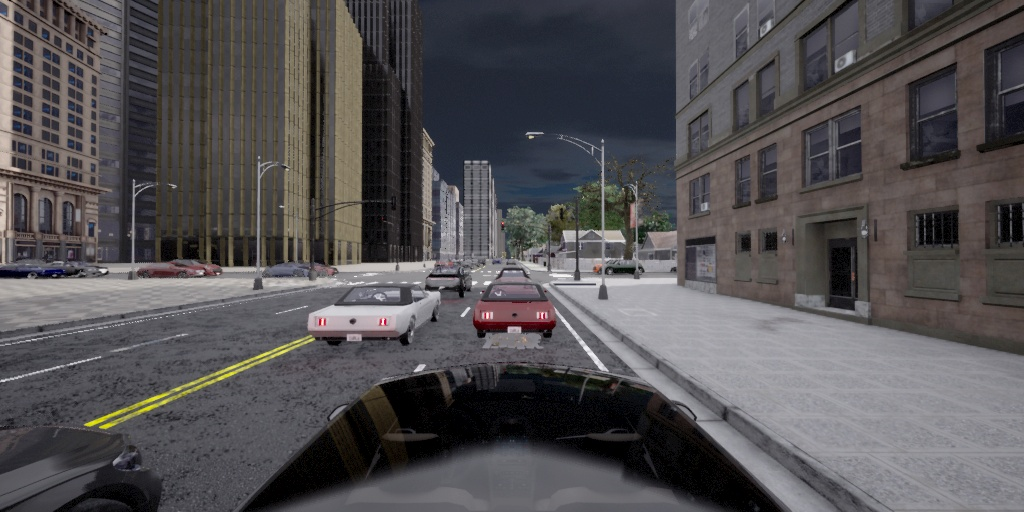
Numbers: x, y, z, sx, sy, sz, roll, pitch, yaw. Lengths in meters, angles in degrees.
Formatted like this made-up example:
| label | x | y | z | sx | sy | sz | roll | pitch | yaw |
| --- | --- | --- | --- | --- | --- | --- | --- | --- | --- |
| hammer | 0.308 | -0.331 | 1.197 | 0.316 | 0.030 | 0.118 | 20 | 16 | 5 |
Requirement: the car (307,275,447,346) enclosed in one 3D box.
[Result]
| label | x | y | z | sx | sy | sz | roll | pitch | yaw |
| --- | --- | --- | --- | --- | --- | --- | --- | --- | --- |
| car | -3.173 | 1.352 | 9.428 | 1.895 | 1.301 | 4.718 | 0 | 0 | 0 |

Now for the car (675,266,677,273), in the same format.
| label | x | y | z | sx | sy | sz | roll | pitch | yaw |
| --- | --- | --- | --- | --- | --- | --- | --- | --- | --- |
| car | 20.476 | 1.264 | 37.910 | 4.902 | 1.511 | 2.128 | 0 | -1 | 0 |

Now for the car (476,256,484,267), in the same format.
| label | x | y | z | sx | sy | sz | roll | pitch | yaw |
| --- | --- | --- | --- | --- | --- | --- | --- | --- | --- |
| car | -6.715 | 1.258 | 64.556 | 1.837 | 1.490 | 4.892 | 0 | 0 | 0 |

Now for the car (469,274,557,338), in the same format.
| label | x | y | z | sx | sy | sz | roll | pitch | yaw |
| --- | --- | --- | --- | --- | --- | --- | --- | --- | --- |
| car | 0.061 | 1.351 | 10.147 | 1.895 | 1.301 | 4.718 | 0 | 0 | 0 |

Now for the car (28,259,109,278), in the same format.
| label | x | y | z | sx | sy | sz | roll | pitch | yaw |
| --- | --- | --- | --- | --- | --- | --- | --- | --- | --- |
| car | -40.193 | 1.230 | 32.925 | 4.902 | 1.511 | 2.128 | 0 | -1 | -6 |

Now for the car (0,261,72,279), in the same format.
| label | x | y | z | sx | sy | sz | roll | pitch | yaw |
| --- | --- | --- | --- | --- | --- | --- | --- | --- | --- |
| car | -40.305 | 1.306 | 29.658 | 4.718 | 1.301 | 1.895 | 0 | -1 | -6 |

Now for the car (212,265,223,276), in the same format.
| label | x | y | z | sx | sy | sz | roll | pitch | yaw |
| --- | --- | --- | --- | --- | --- | --- | --- | --- | --- |
| car | -30.053 | 1.091 | 33.776 | 4.553 | 1.767 | 2.097 | 0 | -1 | -4 |

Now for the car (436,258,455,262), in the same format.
| label | x | y | z | sx | sy | sz | roll | pitch | yaw |
| --- | --- | --- | --- | --- | --- | --- | --- | --- | --- |
| car | -9.968 | 1.105 | 52.593 | 2.097 | 1.767 | 4.553 | 0 | 0 | 0 |

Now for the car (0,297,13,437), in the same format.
| label | x | y | z | sx | sy | sz | roll | pitch | yaw |
| --- | --- | --- | --- | --- | --- | --- | --- | --- | --- |
| car | -6.589 | 1.227 | 1.557 | 1.882 | 1.535 | 5.008 | 0 | 0 | 0 |

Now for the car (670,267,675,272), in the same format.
| label | x | y | z | sx | sy | sz | roll | pitch | yaw |
| --- | --- | --- | --- | --- | --- | --- | --- | --- | --- |
| car | 21.115 | 1.353 | 41.158 | 5.357 | 1.411 | 2.033 | 0 | -1 | 0 |

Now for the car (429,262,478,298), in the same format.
| label | x | y | z | sx | sy | sz | roll | pitch | yaw |
| --- | --- | --- | --- | --- | --- | --- | --- | --- | --- |
| car | -3.192 | 1.243 | 18.682 | 2.128 | 1.511 | 4.902 | 0 | 0 | 0 |

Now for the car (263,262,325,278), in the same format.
| label | x | y | z | sx | sy | sz | roll | pitch | yaw |
| --- | --- | --- | --- | --- | --- | --- | --- | --- | --- |
| car | -18.941 | 1.268 | 30.886 | 4.181 | 1.385 | 1.994 | 0 | -1 | 2 |

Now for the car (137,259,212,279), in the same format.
| label | x | y | z | sx | sy | sz | roll | pitch | yaw |
| --- | --- | --- | --- | --- | --- | --- | --- | --- | --- |
| car | -29.000 | 1.233 | 30.593 | 4.674 | 1.442 | 1.812 | 0 | -1 | -4 |

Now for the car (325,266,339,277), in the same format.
| label | x | y | z | sx | sy | sz | roll | pitch | yaw |
| --- | --- | --- | --- | --- | --- | --- | --- | --- | --- |
| car | -19.061 | 1.305 | 34.569 | 4.181 | 1.385 | 1.994 | 0 | -1 | -6 |

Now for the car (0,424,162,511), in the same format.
| label | x | y | z | sx | sy | sz | roll | pitch | yaw |
| --- | --- | --- | --- | --- | --- | --- | --- | --- | --- |
| car | -3.143 | 1.275 | 0.286 | 1.812 | 1.442 | 4.674 | 0 | 0 | 0 |

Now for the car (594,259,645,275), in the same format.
| label | x | y | z | sx | sy | sz | roll | pitch | yaw |
| --- | --- | --- | --- | --- | --- | --- | --- | --- | --- |
| car | 11.519 | 1.124 | 37.947 | 4.553 | 1.767 | 2.097 | 0 | -1 | 0 |

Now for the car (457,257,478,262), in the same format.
| label | x | y | z | sx | sy | sz | roll | pitch | yaw |
| --- | --- | --- | --- | --- | --- | --- | --- | --- | --- |
| car | -6.718 | 1.258 | 54.417 | 1.837 | 1.490 | 4.892 | 0 | 0 | 0 |

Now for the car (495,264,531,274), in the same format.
| label | x | y | z | sx | sy | sz | roll | pitch | yaw |
| --- | --- | --- | --- | --- | --- | --- | --- | --- | --- |
| car | 0.055 | 1.316 | 18.904 | 1.994 | 1.385 | 4.181 | 0 | 0 | 0 |
